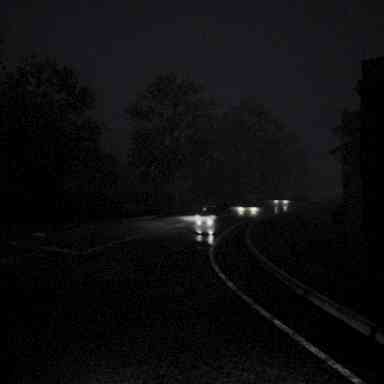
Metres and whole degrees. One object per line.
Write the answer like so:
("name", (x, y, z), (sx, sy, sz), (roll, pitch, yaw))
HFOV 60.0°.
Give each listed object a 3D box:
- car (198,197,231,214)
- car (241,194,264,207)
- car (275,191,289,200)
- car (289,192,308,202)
("car", (2.147, 1.201, 31.111), (2.128, 1.511, 4.902), (0, 1, 25))
("car", (7.625, 0.978, 41.785), (1.882, 1.535, 5.008), (0, 1, 27))
("car", (15.712, 0.596, 57.253), (1.837, 1.490, 4.892), (0, 1, 28))
("car", (17.316, 0.666, 53.052), (1.882, 1.535, 5.008), (0, 2, 28))
